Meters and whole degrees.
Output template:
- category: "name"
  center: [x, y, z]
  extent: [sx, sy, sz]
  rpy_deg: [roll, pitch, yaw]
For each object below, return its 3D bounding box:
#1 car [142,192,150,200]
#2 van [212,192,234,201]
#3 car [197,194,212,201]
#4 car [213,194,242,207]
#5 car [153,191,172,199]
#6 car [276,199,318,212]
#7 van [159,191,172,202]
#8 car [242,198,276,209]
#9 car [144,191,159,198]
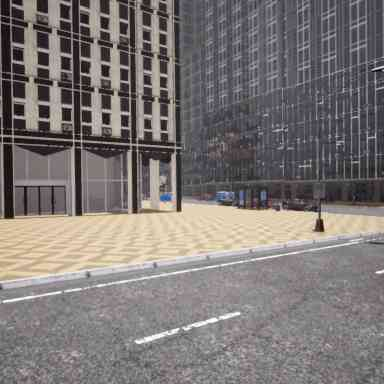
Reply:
- category: "car"
  center: [-10.650, 1.039, 68.713]
  extent: [2.008, 1.369, 4.403]
  rpy_deg: [0, 1, -34]
- category: "van"
  center: [5.880, 0.855, 59.343]
  extent: [1.690, 1.788, 3.998]
  rpy_deg: [0, 1, -34]
- category: "car"
  center: [2.679, 1.043, 64.042]
  extent: [1.802, 1.307, 4.206]
  rpy_deg: [0, 1, -34]
- category: "car"
  center: [5.317, 1.319, 45.207]
  extent: [1.947, 1.339, 4.313]
  rpy_deg: [0, 1, -34]
- category: "car"
  center: [-6.928, 0.615, 78.126]
  extent: [2.192, 1.841, 5.009]
  rpy_deg: [0, 1, -34]
- category: "car"
  center: [11.659, 1.424, 35.771]
  extent: [1.947, 1.339, 4.313]
  rpy_deg: [0, 1, -34]
- category: "van"
  center: [-4.245, 0.937, 59.319]
  extent: [1.690, 1.788, 3.998]
  rpy_deg: [0, 1, -34]
- category: "car"
  center: [8.471, 1.388, 40.479]
  extent: [1.802, 1.307, 4.206]
  rpy_deg: [0, 1, -34]
- category: "car"
  center: [-10.131, 0.686, 82.822]
  extent: [1.967, 1.590, 4.097]
  rpy_deg: [0, 1, -34]
